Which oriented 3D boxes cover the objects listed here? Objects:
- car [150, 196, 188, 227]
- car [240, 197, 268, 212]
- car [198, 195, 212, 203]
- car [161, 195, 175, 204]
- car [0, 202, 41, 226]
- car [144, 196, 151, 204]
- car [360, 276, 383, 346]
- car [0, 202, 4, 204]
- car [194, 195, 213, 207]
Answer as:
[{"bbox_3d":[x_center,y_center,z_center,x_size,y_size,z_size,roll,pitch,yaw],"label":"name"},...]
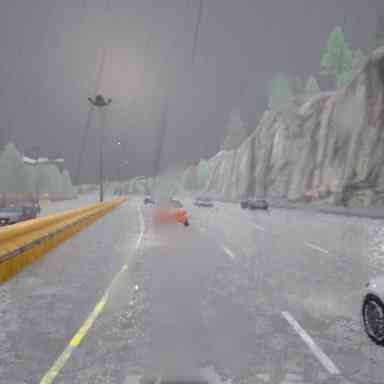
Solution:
[{"bbox_3d":[-1.556,1.333,22.711,2.097,1.767,4.553,-1,0,-8],"label":"car"},{"bbox_3d":[6.850,1.326,37.121,2.128,1.511,4.902,-1,0,-10],"label":"car"},{"bbox_3d":[2.438,1.355,63.804,1.837,1.490,4.892,-1,0,-9],"label":"car"},{"bbox_3d":[-4.692,1.445,64.120,2.128,1.511,4.902,-1,0,-9],"label":"car"},{"bbox_3d":[-12.451,1.704,23.419,1.994,1.385,4.181,-1,0,-8],"label":"car"},{"bbox_3d":[-8.148,1.483,63.556,1.882,1.535,5.008,-1,0,-9],"label":"car"},{"bbox_3d":[3.582,1.467,3.293,1.812,1.442,4.674,-1,0,-2],"label":"car"},{"bbox_3d":[-21.770,1.815,37.039,1.994,1.385,4.181,-1,0,-9],"label":"car"},{"bbox_3d":[1.553,1.493,47.443,1.895,1.301,4.718,-1,0,-11],"label":"car"}]
